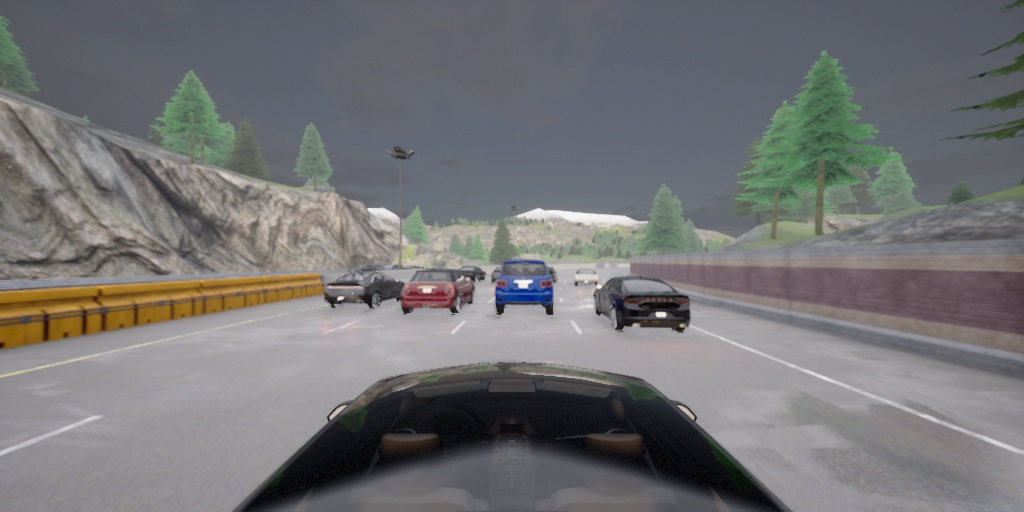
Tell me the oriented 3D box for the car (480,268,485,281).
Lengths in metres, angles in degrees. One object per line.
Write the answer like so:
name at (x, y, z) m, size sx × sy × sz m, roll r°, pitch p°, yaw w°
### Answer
car at (-3.767, 1.671, 33.388) m, size 1.882 × 1.535 × 5.008 m, roll 0°, pitch -1°, yaw 12°

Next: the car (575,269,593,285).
car at (6.272, 1.750, 30.291) m, size 1.895 × 1.301 × 4.718 m, roll 0°, pitch -1°, yaw 11°

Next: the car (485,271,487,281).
car at (-0.521, 1.663, 31.827) m, size 2.128 × 1.511 × 4.902 m, roll 0°, pitch -1°, yaw 11°

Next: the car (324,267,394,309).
car at (-6.302, 1.442, 16.017) m, size 2.128 × 1.511 × 4.902 m, roll 0°, pitch -1°, yaw 5°

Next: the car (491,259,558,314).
car at (0.600, 1.157, 14.968) m, size 2.150 × 2.045 × 5.566 m, roll 0°, pitch -1°, yaw 5°

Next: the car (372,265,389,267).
car at (-17.371, 1.970, 51.307) m, size 1.812 × 1.442 × 4.674 m, roll 0°, pitch -1°, yaw 17°

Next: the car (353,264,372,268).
car at (-21.168, 1.941, 50.831) m, size 1.837 × 1.490 × 4.892 m, roll 0°, pitch 0°, yaw 17°

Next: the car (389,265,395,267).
car at (-14.216, 1.971, 49.808) m, size 2.033 × 1.411 × 5.357 m, roll 0°, pitch -1°, yaw 17°

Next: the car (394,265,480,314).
car at (-2.877, 1.287, 14.949) m, size 2.097 × 1.767 × 4.553 m, roll 0°, pitch -1°, yaw 4°

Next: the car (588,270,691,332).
car at (3.880, 1.364, 11.509) m, size 1.882 × 1.535 × 5.008 m, roll 0°, pitch -1°, yaw 3°
